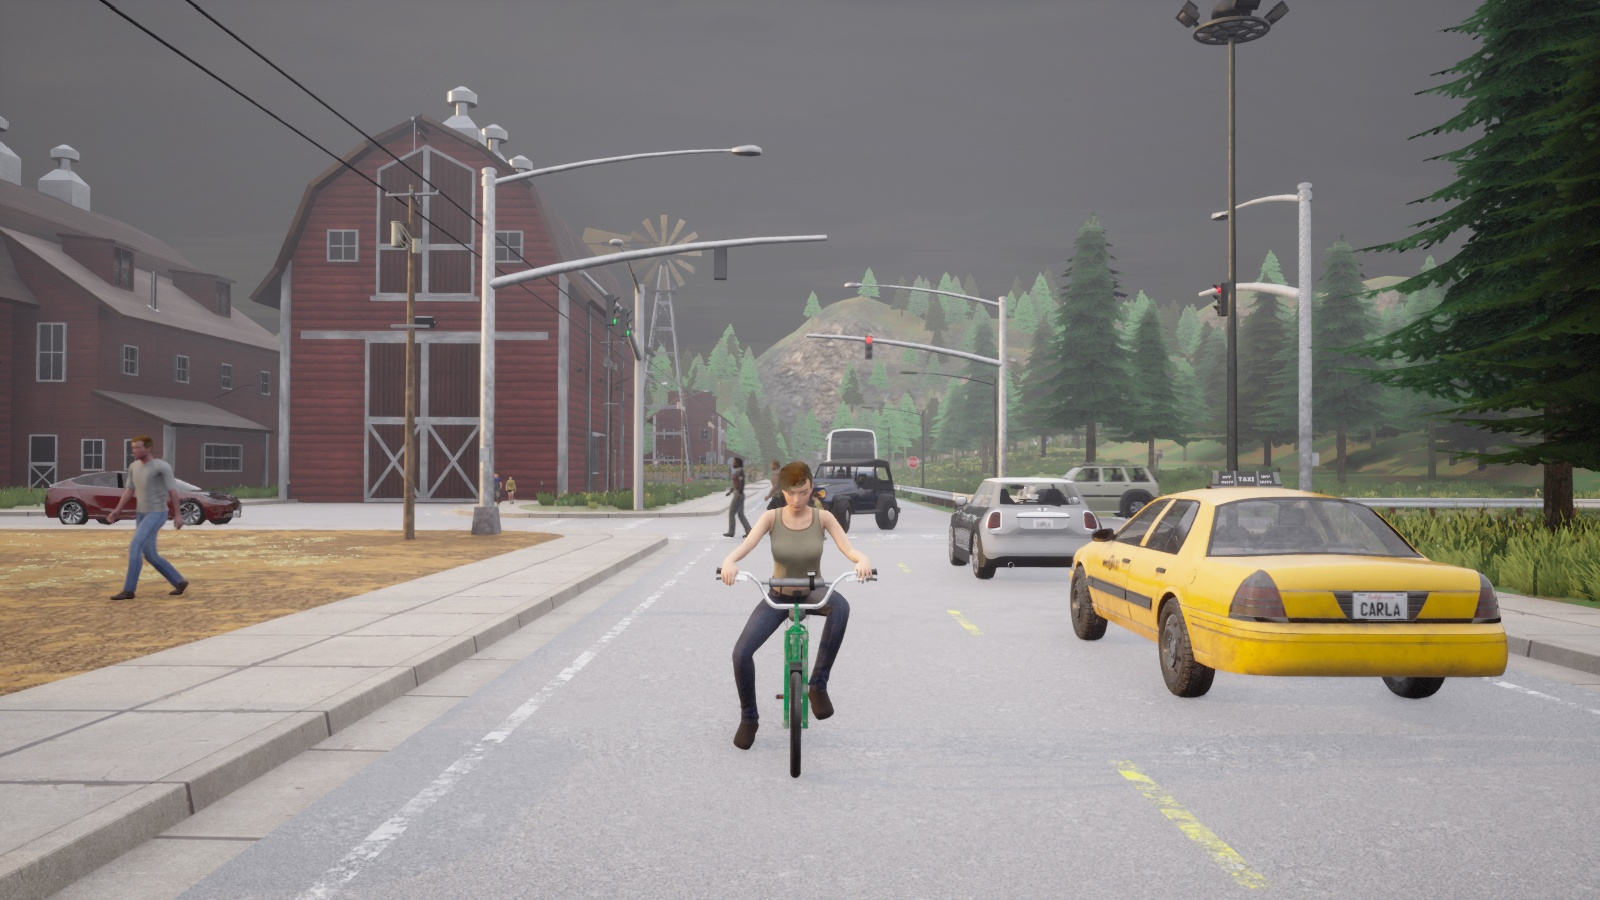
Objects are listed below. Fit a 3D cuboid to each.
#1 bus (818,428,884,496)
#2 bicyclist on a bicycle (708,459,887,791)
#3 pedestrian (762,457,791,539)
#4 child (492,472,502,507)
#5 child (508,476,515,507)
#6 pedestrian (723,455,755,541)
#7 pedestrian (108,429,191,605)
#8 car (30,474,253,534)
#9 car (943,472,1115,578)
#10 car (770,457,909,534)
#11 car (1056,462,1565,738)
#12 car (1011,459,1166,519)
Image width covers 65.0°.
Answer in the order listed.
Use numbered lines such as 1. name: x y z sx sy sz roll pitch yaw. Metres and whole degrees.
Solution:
1. bus: 3.302 0.837 84.318 3.944 4.253 10.273 0 -1 0
2. bicyclist on a bicycle: -0.011 0.867 6.884 0.866 1.612 1.509 0 -1 0
3. pedestrian: -0.535 1.087 28.362 0.634 1.846 0.331 0 -1 1
4. child: -10.760 1.397 44.556 0.270 1.263 0.437 0 -1 -25
5. child: -10.538 1.519 45.854 0.255 1.110 0.394 0 -1 -12
6. pedestrian: -1.395 1.089 28.617 0.666 1.930 0.402 0 -1 8
7. pedestrian: -6.981 0.703 13.493 0.354 1.836 0.706 -1 -1 28
8. car: -17.390 1.413 33.345 4.792 1.488 2.163 0 -1 -1
9. car: 3.455 1.096 19.668 1.970 1.475 3.806 0 -1 0
10. car: 1.099 1.141 32.788 1.905 1.878 3.866 -1 -1 33
11. car: 3.477 0.906 9.897 1.801 1.575 5.366 0 -1 0
12. car: 9.339 1.256 40.913 4.605 1.855 1.932 0 -1 -1
